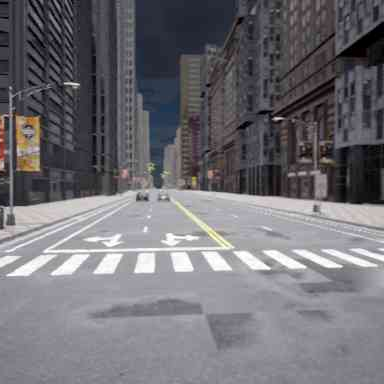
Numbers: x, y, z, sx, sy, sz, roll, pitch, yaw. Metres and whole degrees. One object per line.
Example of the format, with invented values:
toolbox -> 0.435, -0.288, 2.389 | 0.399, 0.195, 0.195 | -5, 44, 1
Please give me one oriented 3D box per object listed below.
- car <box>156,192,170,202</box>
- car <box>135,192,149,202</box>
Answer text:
car -> -4.476, 0.690, 52.019 | 2.128, 1.511, 4.902 | 0, 1, -6
car -> -7.708, 0.680, 51.678 | 1.882, 1.535, 5.008 | 0, 1, -6
